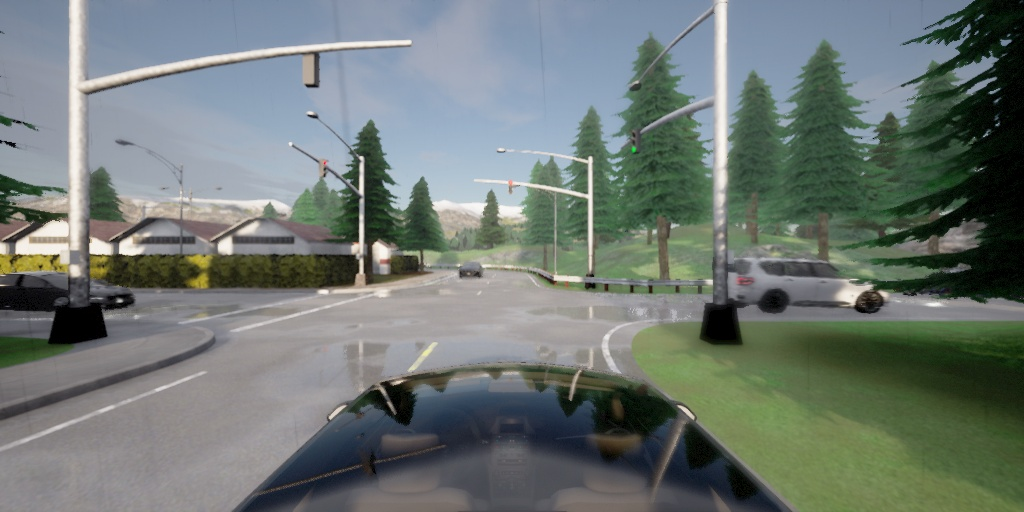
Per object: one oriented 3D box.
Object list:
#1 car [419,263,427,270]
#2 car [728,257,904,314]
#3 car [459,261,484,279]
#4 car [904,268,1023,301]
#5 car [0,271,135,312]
[{"bbox_3d":[-14.328,1.265,50.087,4.902,1.511,2.128,0,0,3],"label":"car"},{"bbox_3d":[10.547,1.103,13.341,5.566,2.045,2.150,1,0,0],"label":"car"},{"bbox_3d":[-3.646,1.234,32.579,1.882,1.535,5.008,0,0,-1],"label":"car"},{"bbox_3d":[21.268,1.292,17.002,4.674,1.442,1.812,0,0,-1],"label":"car"},{"bbox_3d":[-16.806,1.341,13.113,4.892,1.490,1.837,1,0,0],"label":"car"}]
